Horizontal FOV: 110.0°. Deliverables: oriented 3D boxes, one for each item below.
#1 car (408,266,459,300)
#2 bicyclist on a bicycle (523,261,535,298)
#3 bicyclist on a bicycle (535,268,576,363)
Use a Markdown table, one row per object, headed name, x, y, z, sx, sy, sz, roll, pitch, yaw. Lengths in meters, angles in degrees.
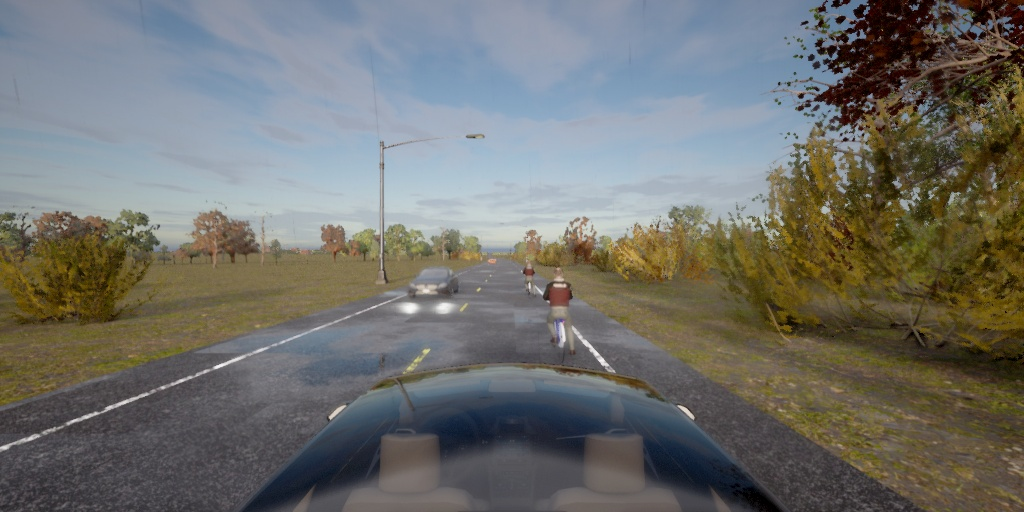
| name | x | y | z | sx | sy | sz | roll | pitch | yaw |
| --- | --- | --- | --- | --- | --- | --- | --- | --- | --- |
| car | -3.760 | 1.264 | 17.904 | 1.812 | 1.442 | 4.674 | 0 | 0 | -1 |
| bicyclist on a bicycle | 0.814 | 1.110 | 17.273 | 0.659 | 1.776 | 1.843 | 0 | 0 | -1 |
| bicyclist on a bicycle | 0.917 | 1.117 | 7.260 | 0.659 | 1.776 | 1.843 | 0 | 0 | 0 |
